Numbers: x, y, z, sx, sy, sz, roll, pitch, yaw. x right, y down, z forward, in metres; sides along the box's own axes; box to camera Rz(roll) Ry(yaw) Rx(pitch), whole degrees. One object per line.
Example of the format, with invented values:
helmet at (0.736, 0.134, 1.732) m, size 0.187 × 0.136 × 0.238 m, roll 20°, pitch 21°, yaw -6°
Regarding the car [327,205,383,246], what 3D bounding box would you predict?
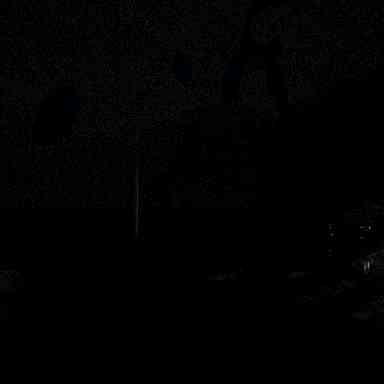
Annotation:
car at (7.965, 1.396, 15.131) m, size 5.008 × 1.535 × 1.882 m, roll 0°, pitch 0°, yaw -43°
